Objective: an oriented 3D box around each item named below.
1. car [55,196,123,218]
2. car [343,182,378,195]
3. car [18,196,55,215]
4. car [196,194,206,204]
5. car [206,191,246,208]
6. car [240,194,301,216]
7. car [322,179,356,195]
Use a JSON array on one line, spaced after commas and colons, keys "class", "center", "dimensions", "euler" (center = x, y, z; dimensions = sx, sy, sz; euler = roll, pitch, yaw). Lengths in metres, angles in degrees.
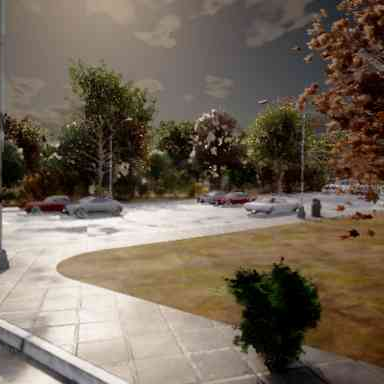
[{"class": "car", "center": [-7.017, 1.018, 23.438], "dimensions": [4.181, 1.385, 1.994], "euler": [-1, 2, -41]}, {"class": "car", "center": [21.998, -0.260, 42.623], "dimensions": [4.181, 1.385, 1.994], "euler": [-3, 3, -25]}, {"class": "car", "center": [-10.428, 0.970, 25.109], "dimensions": [4.718, 1.301, 1.895], "euler": [-1, 2, -42]}, {"class": "car", "center": [2.522, 0.580, 35.401], "dimensions": [4.181, 1.385, 1.994], "euler": [-2, 3, -34]}, {"class": "car", "center": [4.094, 0.725, 32.290], "dimensions": [4.718, 1.301, 1.895], "euler": [-2, 3, -34]}, {"class": "car", "center": [6.206, 1.000, 25.159], "dimensions": [4.718, 1.301, 1.895], "euler": [-2, 3, -36]}, {"class": "car", "center": [20.560, -0.677, 45.805], "dimensions": [5.566, 2.045, 2.150], "euler": [-3, 3, -25]}]
